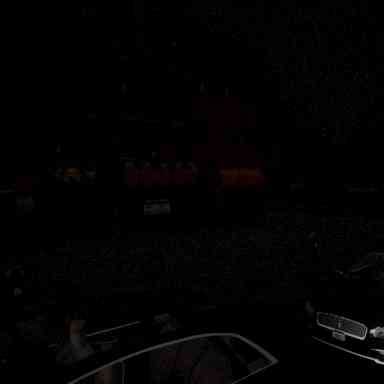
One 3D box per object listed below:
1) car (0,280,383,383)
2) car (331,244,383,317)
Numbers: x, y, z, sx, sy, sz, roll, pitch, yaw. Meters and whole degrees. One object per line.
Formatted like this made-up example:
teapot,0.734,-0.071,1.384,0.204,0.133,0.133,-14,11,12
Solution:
car,-0.837,1.550,2.238,4.403,1.369,2.008,0,-2,-36
car,3.595,1.548,5.408,4.403,1.369,2.008,0,-2,-36
